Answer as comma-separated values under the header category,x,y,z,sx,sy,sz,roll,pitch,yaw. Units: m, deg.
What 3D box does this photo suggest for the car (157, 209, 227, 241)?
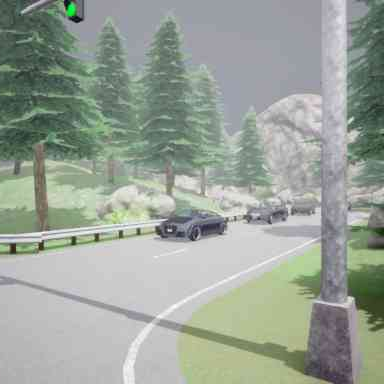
category,x,y,z,sx,sy,sz,roll,pitch,yaw
car,0.111,1.579,16.863,1.994,1.385,4.181,0,0,34

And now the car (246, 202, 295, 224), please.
category,x,y,z,sx,sy,sz,roll,pitch,yaw
car,5.734,1.507,25.066,2.128,1.511,4.902,0,0,35

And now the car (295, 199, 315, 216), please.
category,x,y,z,sx,sy,sz,roll,pitch,yaw
car,11.294,1.520,33.638,1.837,1.490,4.892,0,0,27
